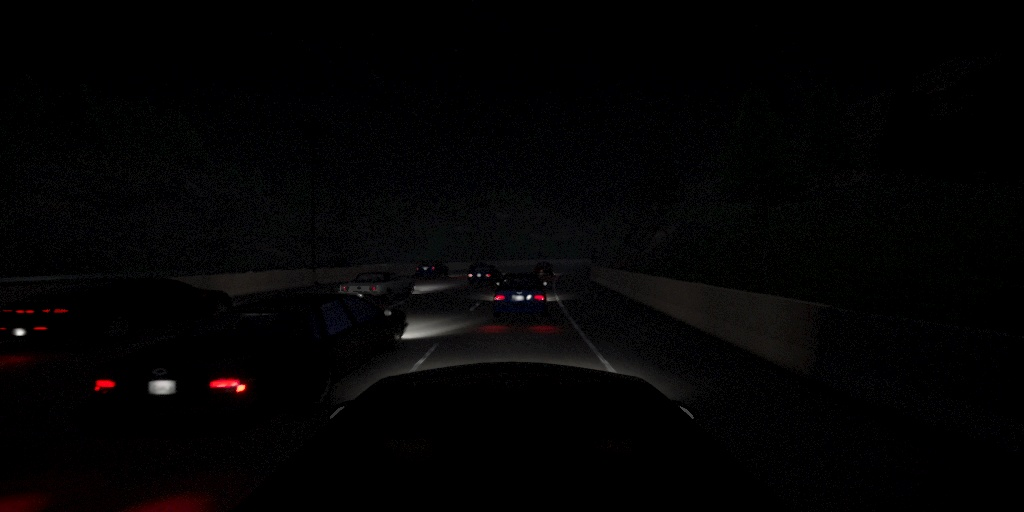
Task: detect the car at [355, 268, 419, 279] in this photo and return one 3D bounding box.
[{"bbox_3d":[-6.402,1.430,17.672,1.895,1.301,4.718,0,0,4],"label":"car"}]

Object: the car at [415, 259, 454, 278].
[{"bbox_3d":[-7.794,1.243,35.700,2.097,1.767,4.553,0,0,9],"label":"car"}]

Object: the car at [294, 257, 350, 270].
[{"bbox_3d":[-18.585,1.165,36.057,2.150,2.045,5.566,0,0,9],"label":"car"}]

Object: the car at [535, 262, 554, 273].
[{"bbox_3d":[3.547,1.376,39.649,1.812,1.442,4.674,0,0,11],"label":"car"}]

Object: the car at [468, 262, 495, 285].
[{"bbox_3d":[-1.971,1.386,27.251,2.033,1.411,5.357,0,0,7],"label":"car"}]

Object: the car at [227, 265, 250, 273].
[{"bbox_3d":[-25.580,1.455,36.408,1.882,1.535,5.008,0,0,9],"label":"car"}]

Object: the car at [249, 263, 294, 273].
[{"bbox_3d":[-22.322,1.558,34.695,1.895,1.301,4.718,0,0,8],"label":"car"}]

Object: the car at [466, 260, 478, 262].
[{"bbox_3d":[-3.555,1.410,39.789,1.812,1.442,4.674,0,0,11],"label":"car"}]

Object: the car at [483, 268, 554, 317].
[{"bbox_3d":[0.344,1.332,13.416,2.033,1.411,5.357,0,0,3],"label":"car"}]

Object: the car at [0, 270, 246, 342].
[{"bbox_3d":[-10.261,1.331,9.941,1.837,1.490,4.892,0,0,2],"label":"car"}]

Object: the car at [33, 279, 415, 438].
[{"bbox_3d":[-3.371,1.327,5.994,2.033,1.411,5.357,0,0,1],"label":"car"}]
